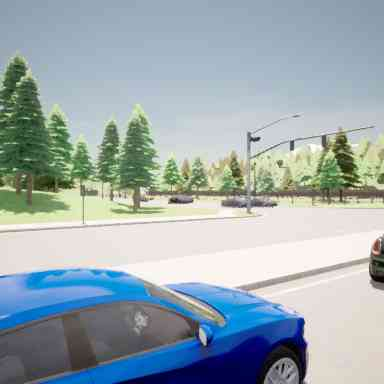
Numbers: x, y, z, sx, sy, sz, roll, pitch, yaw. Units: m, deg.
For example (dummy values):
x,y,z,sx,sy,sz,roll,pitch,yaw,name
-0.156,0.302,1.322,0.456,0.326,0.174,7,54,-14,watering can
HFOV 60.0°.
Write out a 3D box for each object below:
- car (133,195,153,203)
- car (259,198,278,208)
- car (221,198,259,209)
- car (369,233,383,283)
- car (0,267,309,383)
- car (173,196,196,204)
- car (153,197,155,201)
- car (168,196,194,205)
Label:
x,y,z,sx,sy,sz,roll,pitch,yaw,name
-10.995,1.487,71.633,1.837,1.490,4.892,0,0,-35,car
9.765,1.547,47.850,2.033,1.411,5.357,0,0,-35,car
6.318,1.547,46.672,2.033,1.411,5.357,0,0,-35,car
6.520,1.352,8.418,4.553,1.767,2.097,0,0,-35,car
-0.979,1.478,3.049,5.008,1.535,1.882,0,0,-35,car
-1.535,1.477,64.106,1.882,1.535,5.008,0,0,-34,car
-10.428,1.341,76.934,1.882,1.535,5.008,0,0,-35,car
-2.363,1.478,59.132,1.882,1.535,5.008,0,1,-35,car
